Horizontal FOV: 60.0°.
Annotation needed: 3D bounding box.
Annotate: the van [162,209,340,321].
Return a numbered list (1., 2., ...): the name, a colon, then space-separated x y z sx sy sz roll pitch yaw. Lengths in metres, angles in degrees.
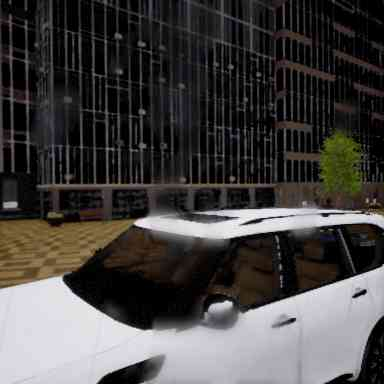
1. van: 1.469 1.358 7.624 3.998 1.788 1.690 0 -1 -35

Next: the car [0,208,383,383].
1. car: 0.214 1.230 3.518 5.566 2.045 2.150 1 0 -35
